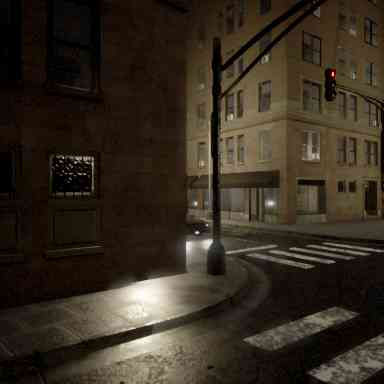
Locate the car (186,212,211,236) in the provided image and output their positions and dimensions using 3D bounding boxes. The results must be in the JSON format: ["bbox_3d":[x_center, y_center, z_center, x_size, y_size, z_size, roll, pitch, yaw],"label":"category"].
[{"bbox_3d":[-1.298,1.515,17.757,2.033,1.411,5.357,0,0,-36],"label":"car"}]
